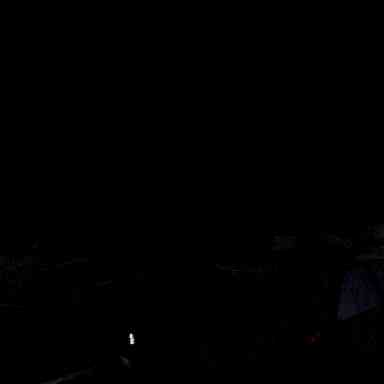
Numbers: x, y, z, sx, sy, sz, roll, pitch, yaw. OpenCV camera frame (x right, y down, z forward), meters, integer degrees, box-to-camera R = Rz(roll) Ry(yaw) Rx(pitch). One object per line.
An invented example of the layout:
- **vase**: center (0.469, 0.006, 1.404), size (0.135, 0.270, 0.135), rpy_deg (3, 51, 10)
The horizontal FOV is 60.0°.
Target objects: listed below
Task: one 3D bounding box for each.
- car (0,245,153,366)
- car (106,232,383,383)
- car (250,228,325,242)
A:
- **car**: center (-2.050, 1.566, 5.075), size (4.313, 1.339, 1.947), rpy_deg (0, 0, -35)
- **car**: center (1.784, 1.547, 4.653), size (5.357, 1.411, 2.033), rpy_deg (0, 0, -35)
- **car**: center (2.430, 1.582, 8.269), size (4.206, 1.307, 1.802), rpy_deg (0, 0, -35)
